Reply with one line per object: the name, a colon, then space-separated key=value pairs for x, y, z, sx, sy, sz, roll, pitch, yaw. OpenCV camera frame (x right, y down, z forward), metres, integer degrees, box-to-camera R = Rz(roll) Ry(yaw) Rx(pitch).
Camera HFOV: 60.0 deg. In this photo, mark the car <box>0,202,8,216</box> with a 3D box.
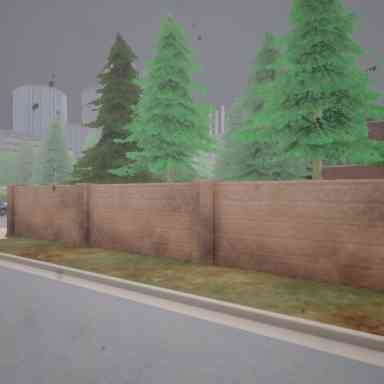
car: x=-17.472 y=1.526 z=33.034 sx=1.812 sy=1.442 sz=4.674 roll=0 pitch=0 yaw=35
